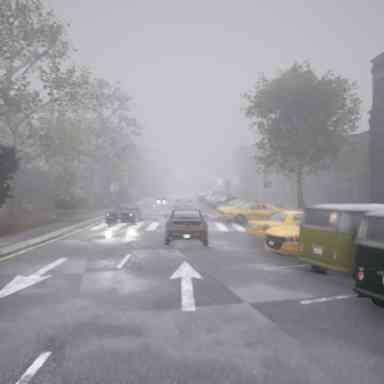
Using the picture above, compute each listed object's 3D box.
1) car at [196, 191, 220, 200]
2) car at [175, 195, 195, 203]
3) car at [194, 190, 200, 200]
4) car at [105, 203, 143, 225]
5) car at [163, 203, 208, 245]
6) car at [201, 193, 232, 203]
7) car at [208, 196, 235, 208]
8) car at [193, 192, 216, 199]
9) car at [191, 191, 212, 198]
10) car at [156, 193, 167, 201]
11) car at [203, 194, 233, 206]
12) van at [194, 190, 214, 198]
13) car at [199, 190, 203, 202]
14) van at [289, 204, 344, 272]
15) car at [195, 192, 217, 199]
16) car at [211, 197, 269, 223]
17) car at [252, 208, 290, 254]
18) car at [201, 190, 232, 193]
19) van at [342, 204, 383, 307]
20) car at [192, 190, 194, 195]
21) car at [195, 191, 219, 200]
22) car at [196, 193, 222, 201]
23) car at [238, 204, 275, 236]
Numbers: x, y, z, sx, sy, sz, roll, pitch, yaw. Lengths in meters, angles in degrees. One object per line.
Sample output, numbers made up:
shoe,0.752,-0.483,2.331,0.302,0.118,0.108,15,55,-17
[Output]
car,3.344,0.779,69.429,4.553,1.767,2.185,1,0,-22
car,-0.938,1.334,36.559,1.895,1.301,4.718,1,1,-2
car,3.767,0.811,54.404,5.566,2.045,2.435,1,1,-22
car,-4.588,1.465,22.855,1.895,1.301,4.718,1,1,-2
car,-0.283,1.499,15.713,1.837,1.490,4.892,1,0,-2
car,4.073,1.232,42.415,4.792,1.488,2.163,1,1,-22
car,4.374,1.388,27.362,5.366,1.575,1.946,1,1,-22
car,3.036,0.793,81.447,5.008,1.535,2.097,1,0,-22
car,2.605,0.705,90.382,5.366,1.575,1.946,1,1,-22
car,-5.831,0.867,64.164,2.128,1.511,4.902,1,1,-1
car,4.187,1.281,39.426,4.674,1.452,2.002,1,1,-22
van,3.069,0.543,84.493,4.442,1.987,1.878,1,0,-22
car,3.969,1.006,48.434,4.553,1.767,2.185,1,1,-22
van,5.284,1.324,9.480,4.442,1.987,1.878,1,0,-22
car,3.212,0.889,75.439,4.674,1.452,2.002,1,1,-22
car,4.469,1.426,24.362,5.366,1.575,1.946,1,1,-22
car,5.063,1.548,12.421,5.008,1.535,2.097,1,0,-22
car,4.051,1.042,45.434,4.553,1.767,2.185,1,1,-22
van,5.401,1.323,6.481,4.442,1.987,1.878,1,0,-22
car,3.515,0.714,63.416,5.566,2.045,2.435,1,1,-22
car,3.264,0.750,72.429,4.553,1.767,2.185,1,0,-22
car,3.429,0.964,66.418,4.792,1.488,2.163,1,1,-22
car,5.113,1.541,15.493,5.366,1.575,1.946,1,0,-22
